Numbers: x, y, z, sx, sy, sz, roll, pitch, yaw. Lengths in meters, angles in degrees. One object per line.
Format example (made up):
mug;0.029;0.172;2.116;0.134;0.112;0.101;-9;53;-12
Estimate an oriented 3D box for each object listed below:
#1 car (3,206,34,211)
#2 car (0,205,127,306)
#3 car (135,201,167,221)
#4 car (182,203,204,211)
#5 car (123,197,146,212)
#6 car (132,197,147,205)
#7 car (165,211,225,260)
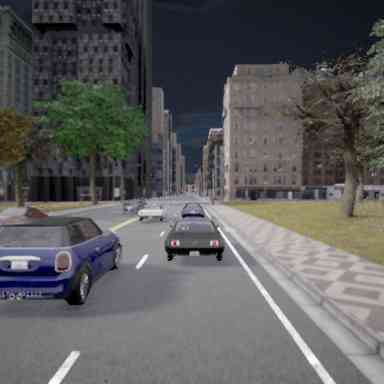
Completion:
car;-9.853;1.563;18.922;1.812;1.442;4.674;0;0;0
car;-3.173;1.367;8.243;2.097;1.767;4.553;0;0;0
car;-3.158;1.657;27.613;1.895;1.301;4.718;0;0;0
car;0.092;1.625;29.777;1.994;1.385;4.181;0;0;0
car;-6.595;1.574;37.439;2.128;1.511;4.902;0;0;0
car;-9.770;1.724;62.470;2.033;1.411;5.357;0;0;1
car;0.092;1.625;12.531;1.895;1.301;4.718;0;0;0
